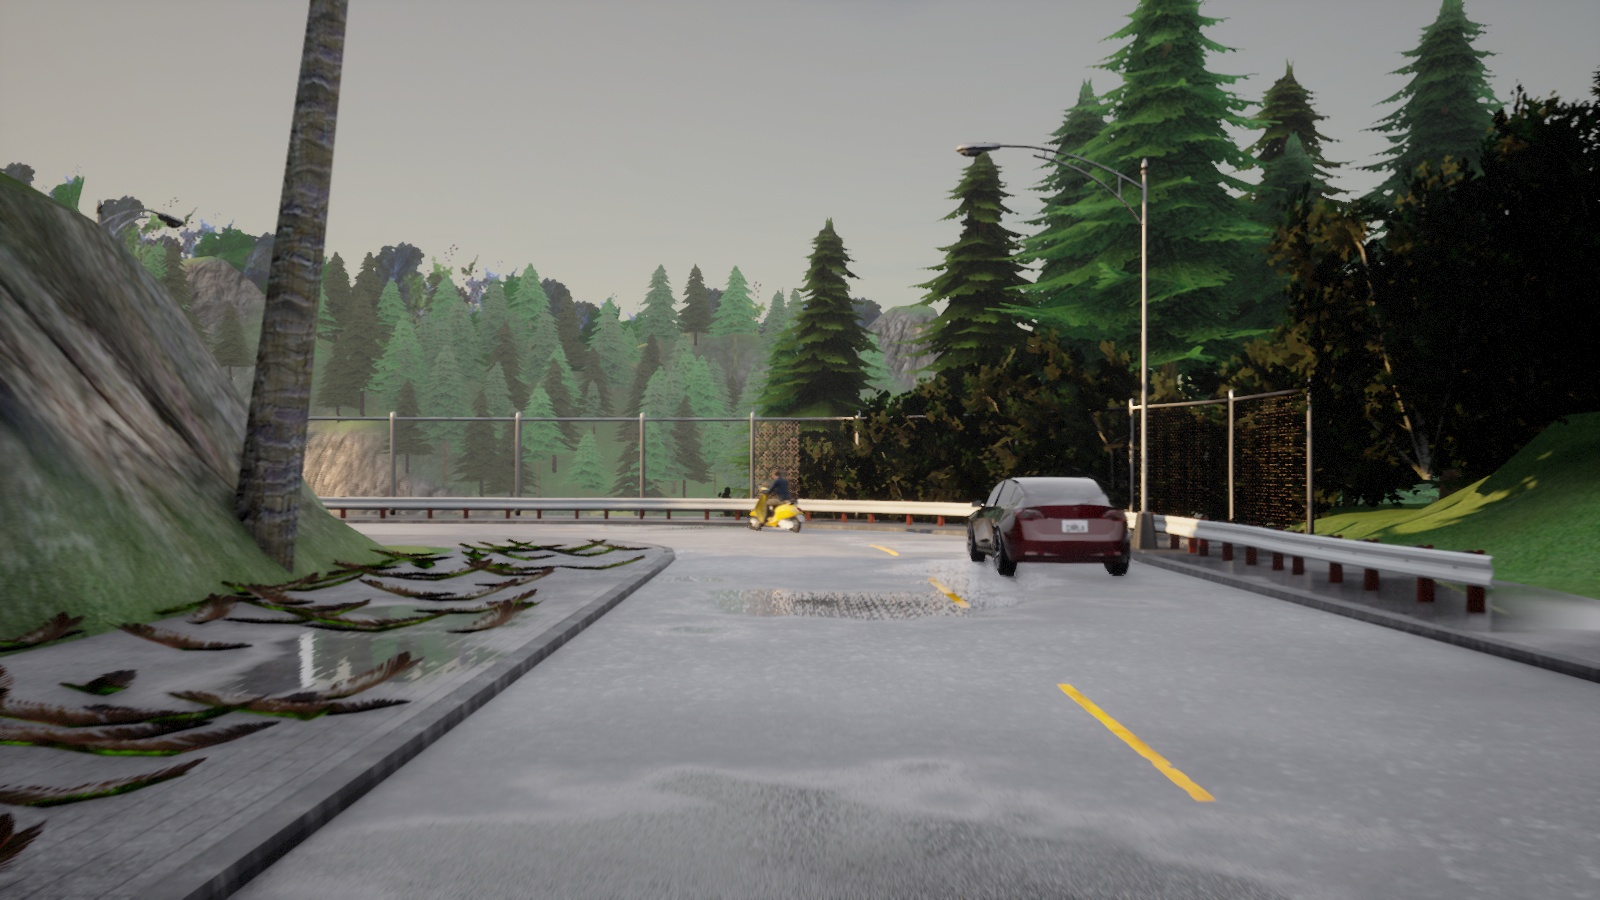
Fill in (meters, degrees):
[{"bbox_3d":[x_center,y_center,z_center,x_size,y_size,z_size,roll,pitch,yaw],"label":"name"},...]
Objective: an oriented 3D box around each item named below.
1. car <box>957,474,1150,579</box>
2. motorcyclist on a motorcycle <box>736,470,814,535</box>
[{"bbox_3d":[3.943,1.141,20.473,2.163,1.488,4.792,0,-1,0],"label":"car"},{"bbox_3d":[-0.651,1.308,31.966,1.817,1.590,0.866,-1,0,39],"label":"motorcyclist on a motorcycle"}]
